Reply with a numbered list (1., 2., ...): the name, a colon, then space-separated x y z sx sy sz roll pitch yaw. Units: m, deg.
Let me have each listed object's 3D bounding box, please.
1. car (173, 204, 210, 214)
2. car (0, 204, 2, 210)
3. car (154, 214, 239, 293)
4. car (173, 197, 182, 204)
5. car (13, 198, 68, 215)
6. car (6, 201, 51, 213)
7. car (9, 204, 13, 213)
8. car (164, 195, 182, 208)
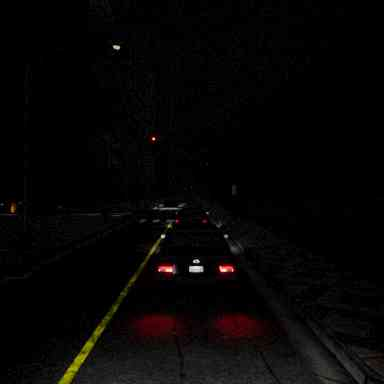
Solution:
1. car: 0.002 1.577 18.298 1.994 1.385 4.181 0 0 1
2. car: -24.559 1.754 38.980 4.206 1.307 1.802 0 -1 0
3. car: 0.073 1.552 8.993 2.033 1.411 5.357 0 0 0
4. car: -3.116 1.708 71.169 1.812 1.442 4.674 0 0 0
5. car: -13.593 1.380 30.495 4.097 1.590 1.967 0 -2 -1
6. car: -19.072 1.735 38.997 4.313 1.339 1.947 0 -1 0
7. car: -15.243 1.489 33.150 5.008 1.535 1.882 0 -2 0
8. car: -3.139 1.646 51.422 2.033 1.411 5.357 0 0 3
